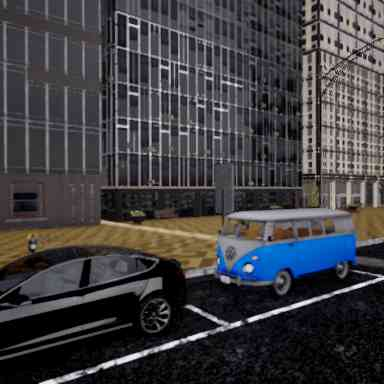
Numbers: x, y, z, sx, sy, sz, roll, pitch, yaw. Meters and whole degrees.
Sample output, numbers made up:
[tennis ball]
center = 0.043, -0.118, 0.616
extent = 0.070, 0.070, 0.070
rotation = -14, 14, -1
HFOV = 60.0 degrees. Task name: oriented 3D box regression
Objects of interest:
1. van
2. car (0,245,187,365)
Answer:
[van]
center = 2.424, 1.337, 8.296
extent = 3.998, 1.788, 1.690
rotation = 0, 0, -36
[car]
center = -2.071, 1.565, 5.088
extent = 4.313, 1.339, 1.947
rotation = 0, 0, -36
